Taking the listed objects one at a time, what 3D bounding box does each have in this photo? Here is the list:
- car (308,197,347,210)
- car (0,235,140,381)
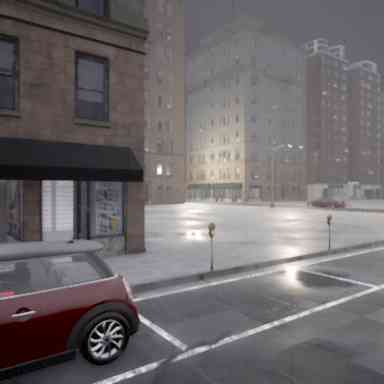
[{"bbox_3d":[16.183,1.342,39.935,1.812,1.442,4.674,0,0,-36],"label":"car"},{"bbox_3d":[-2.831,1.440,4.168,4.097,1.590,1.967,0,0,-36],"label":"car"}]
